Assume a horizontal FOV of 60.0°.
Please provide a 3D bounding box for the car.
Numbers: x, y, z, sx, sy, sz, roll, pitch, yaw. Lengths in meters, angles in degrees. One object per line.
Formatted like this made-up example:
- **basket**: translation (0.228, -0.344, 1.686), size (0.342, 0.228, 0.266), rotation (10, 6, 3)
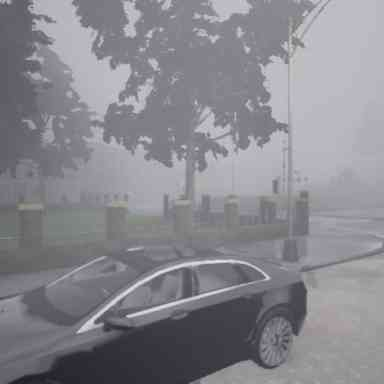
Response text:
- **car**: translation (-0.592, 1.483, 4.134), size (4.902, 1.511, 2.128), rotation (0, 0, -35)
